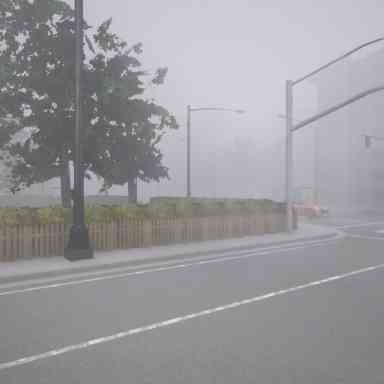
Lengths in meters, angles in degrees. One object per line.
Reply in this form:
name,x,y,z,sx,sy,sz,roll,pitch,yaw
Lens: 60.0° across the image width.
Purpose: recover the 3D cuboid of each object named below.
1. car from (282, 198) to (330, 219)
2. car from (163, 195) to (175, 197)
car,9.838,1.352,29.541,2.097,1.767,4.553,0,0,-35
car,-4.339,1.352,56.455,2.097,1.767,4.553,0,0,-34
